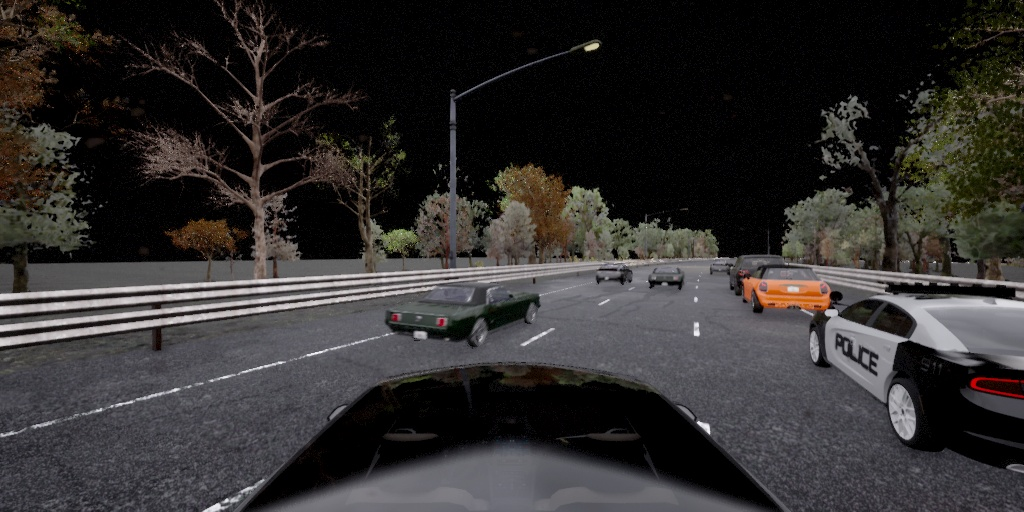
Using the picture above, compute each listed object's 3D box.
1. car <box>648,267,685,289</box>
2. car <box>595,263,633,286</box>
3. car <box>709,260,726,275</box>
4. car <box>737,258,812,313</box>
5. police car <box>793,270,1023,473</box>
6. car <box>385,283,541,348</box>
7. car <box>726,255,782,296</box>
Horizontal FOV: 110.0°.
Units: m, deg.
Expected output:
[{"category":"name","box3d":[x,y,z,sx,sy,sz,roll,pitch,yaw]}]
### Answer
[{"category":"car","box3d":[10.041,1.348,23.062,1.895,1.301,4.718,0,0,28]},{"category":"car","box3d":[7.280,1.238,25.316,2.128,1.511,4.902,0,0,28]},{"category":"car","box3d":[22.437,1.247,38.703,2.128,1.511,4.902,0,0,30]},{"category":"car","box3d":[10.035,1.098,13.446,2.097,1.767,4.553,0,0,27]},{"category":"police car","box3d":[5.644,1.173,4.757,1.930,1.638,5.238,0,0,26]},{"category":"car","box3d":[-0.900,1.348,9.413,1.895,1.301,4.718,0,0,27]},{"category":"car","box3d":[12.789,0.972,18.759,2.150,2.045,5.566,0,0,28]}]
